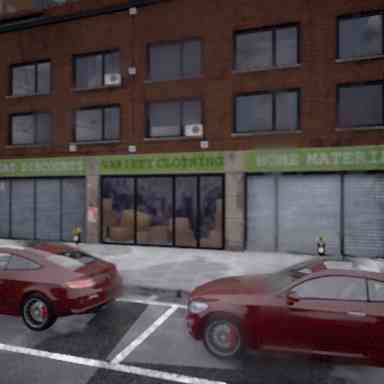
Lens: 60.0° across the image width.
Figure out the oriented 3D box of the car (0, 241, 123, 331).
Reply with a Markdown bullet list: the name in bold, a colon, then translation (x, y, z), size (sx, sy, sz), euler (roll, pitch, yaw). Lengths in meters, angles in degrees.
- **car**: translation (-3.409, 1.637, 6.543), size (4.206, 1.307, 1.802), euler (0, 0, 18)

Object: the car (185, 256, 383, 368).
- **car**: translation (1.983, 1.622, 4.821), size (4.206, 1.307, 1.802), euler (0, 0, 18)
